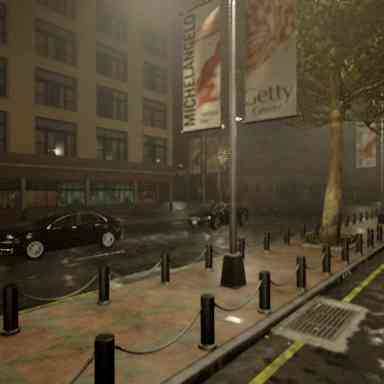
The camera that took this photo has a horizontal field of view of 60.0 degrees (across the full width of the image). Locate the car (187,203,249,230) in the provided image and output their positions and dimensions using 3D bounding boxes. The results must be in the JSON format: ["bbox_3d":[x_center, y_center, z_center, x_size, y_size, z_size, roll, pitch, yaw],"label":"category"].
[{"bbox_3d":[1.704,1.416,20.467,2.128,1.511,4.902,0,0,40],"label":"car"}]

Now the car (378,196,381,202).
[{"bbox_3d":[36.217,1.140,62.175,1.837,1.490,4.892,0,0,40],"label":"car"}]

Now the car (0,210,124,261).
[{"bbox_3d":[-4.862,1.484,12.550,1.837,1.490,4.892,0,0,40],"label":"car"}]
